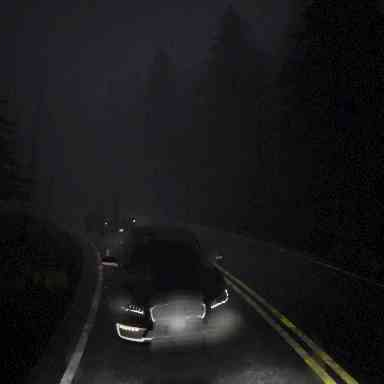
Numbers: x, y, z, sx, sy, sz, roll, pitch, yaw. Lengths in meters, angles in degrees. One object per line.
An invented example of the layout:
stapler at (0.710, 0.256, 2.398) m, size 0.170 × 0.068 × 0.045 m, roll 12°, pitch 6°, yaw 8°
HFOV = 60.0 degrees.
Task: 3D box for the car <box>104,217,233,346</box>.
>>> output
car at (-0.638, 1.494, 6.757) m, size 1.837 × 1.490 × 4.892 m, roll -1°, pitch 0°, yaw -11°

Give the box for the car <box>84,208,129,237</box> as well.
car at (-4.613, 1.608, 18.498) m, size 1.895 × 1.301 × 4.718 m, roll -3°, pitch 1°, yaw -29°
